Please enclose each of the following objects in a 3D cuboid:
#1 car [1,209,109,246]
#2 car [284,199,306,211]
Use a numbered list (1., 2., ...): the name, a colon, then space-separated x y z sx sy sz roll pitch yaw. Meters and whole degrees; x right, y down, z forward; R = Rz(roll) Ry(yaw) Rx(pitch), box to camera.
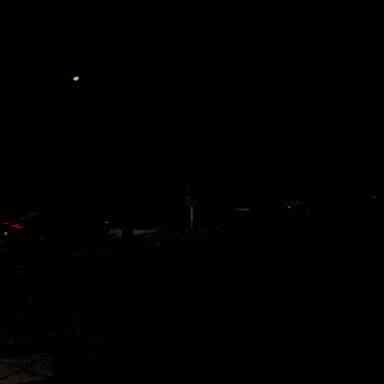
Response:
1. car: -6.267 1.567 15.851 1.882 1.535 5.008 -1 -1 35
2. car: 13.580 1.650 43.769 1.812 1.442 4.674 -1 -1 35
